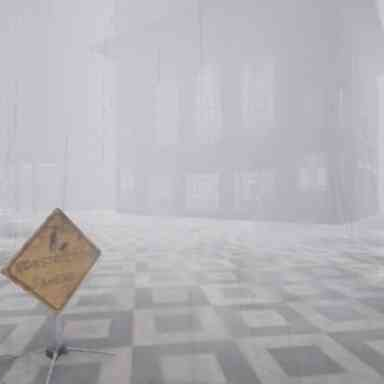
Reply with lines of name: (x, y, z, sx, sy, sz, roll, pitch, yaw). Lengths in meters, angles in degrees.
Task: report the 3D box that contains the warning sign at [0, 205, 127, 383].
warning sign: (-1.662, 1.120, 4.084, 1.060, 1.860, 1.300, -1, 0, 35)
